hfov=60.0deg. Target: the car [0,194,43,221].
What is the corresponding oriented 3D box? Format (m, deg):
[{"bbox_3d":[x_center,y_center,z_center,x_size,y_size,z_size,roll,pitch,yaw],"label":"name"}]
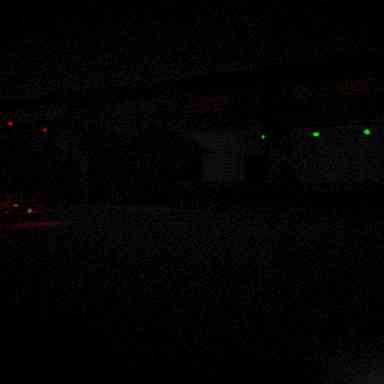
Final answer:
[{"bbox_3d":[-10.885,0.835,20.222,5.008,1.535,1.882,2,1,42],"label":"car"}]
